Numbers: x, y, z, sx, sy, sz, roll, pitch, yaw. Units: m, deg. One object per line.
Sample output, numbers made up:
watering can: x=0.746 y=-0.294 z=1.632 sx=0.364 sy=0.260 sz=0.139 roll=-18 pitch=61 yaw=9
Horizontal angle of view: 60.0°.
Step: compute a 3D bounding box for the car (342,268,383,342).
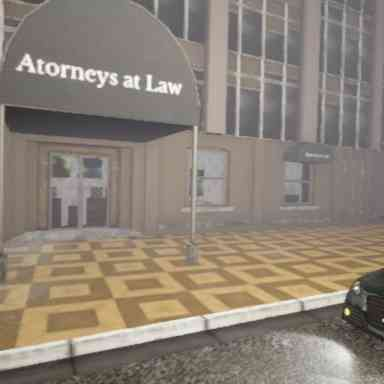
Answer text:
car: x=4.403 y=1.508 z=5.164 sx=4.181 sy=1.385 sz=1.994 roll=0 pitch=2 yaw=-26
